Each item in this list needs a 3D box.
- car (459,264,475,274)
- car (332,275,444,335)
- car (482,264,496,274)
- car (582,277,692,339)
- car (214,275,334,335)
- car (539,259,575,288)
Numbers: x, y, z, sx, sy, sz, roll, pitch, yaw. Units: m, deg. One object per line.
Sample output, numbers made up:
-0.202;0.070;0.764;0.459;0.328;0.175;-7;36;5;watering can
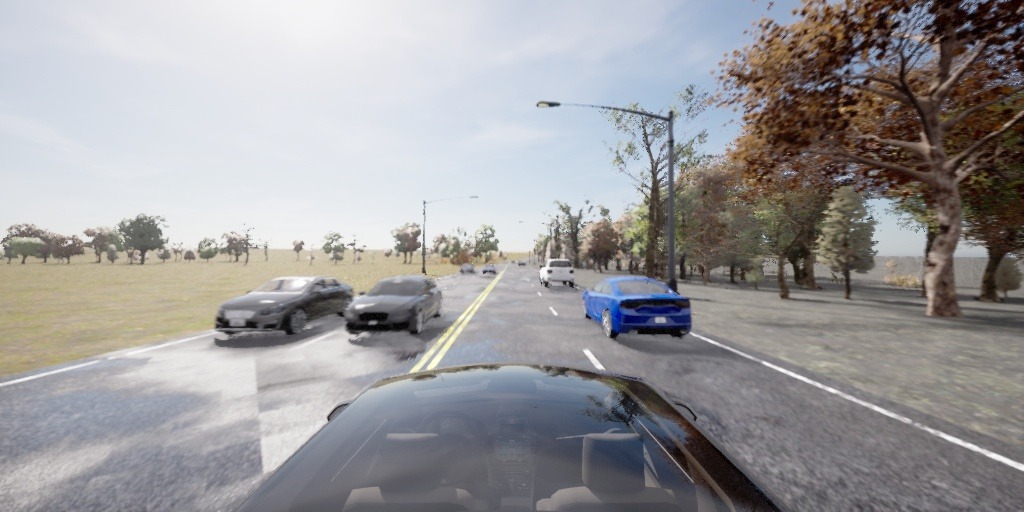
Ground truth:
-6.570;1.900;52.954;2.128;1.511;4.902;0;-1;0;car
-3.349;1.381;11.056;1.837;1.490;4.892;0;-1;0;car
-3.317;1.956;52.967;2.033;1.411;5.357;0;-1;0;car
3.351;1.341;10.577;1.882;1.535;5.008;0;-1;0;car
-6.599;1.368;11.070;2.128;1.511;4.902;0;-1;0;car
3.376;1.281;27.529;2.150;2.045;5.566;0;-1;-1;car
